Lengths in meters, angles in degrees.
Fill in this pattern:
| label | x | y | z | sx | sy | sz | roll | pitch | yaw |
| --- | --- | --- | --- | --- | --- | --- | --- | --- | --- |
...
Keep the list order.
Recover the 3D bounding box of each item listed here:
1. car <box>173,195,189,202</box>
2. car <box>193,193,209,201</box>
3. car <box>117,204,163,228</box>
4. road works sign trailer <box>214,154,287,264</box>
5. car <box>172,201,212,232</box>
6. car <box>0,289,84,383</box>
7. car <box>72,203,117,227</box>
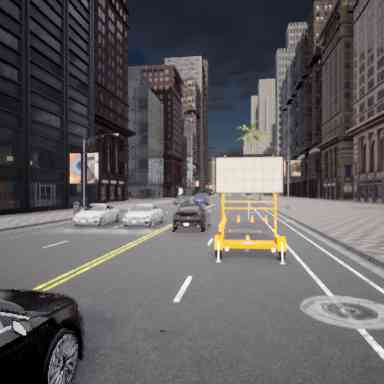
| label | x | y | z | sx | sy | sz | roll | pitch | yaw |
| --- | --- | --- | --- | --- | --- | --- | --- | --- | --- |
| car | -1.753 | 1.366 | 55.352 | 2.097 | 1.767 | 4.553 | 0 | 0 | 8 |
| car | 1.537 | 1.236 | 55.414 | 2.150 | 2.045 | 5.566 | 0 | 0 | 8 |
| car | -3.158 | 1.525 | 22.314 | 1.812 | 1.442 | 4.674 | 0 | 0 | 8 |
| road works sign trailer | 2.031 | 0.463 | 11.886 | 2.380 | 3.560 | 2.880 | 0 | 0 | 8 |
| car | 0.047 | 1.503 | 20.333 | 1.837 | 1.490 | 4.892 | 0 | 0 | 8 |
| car | -2.504 | 1.490 | 2.314 | 2.128 | 1.511 | 4.902 | 0 | 0 | 8 |
| car | -6.368 | 1.525 | 22.744 | 1.812 | 1.442 | 4.674 | 0 | 0 | 8 |
